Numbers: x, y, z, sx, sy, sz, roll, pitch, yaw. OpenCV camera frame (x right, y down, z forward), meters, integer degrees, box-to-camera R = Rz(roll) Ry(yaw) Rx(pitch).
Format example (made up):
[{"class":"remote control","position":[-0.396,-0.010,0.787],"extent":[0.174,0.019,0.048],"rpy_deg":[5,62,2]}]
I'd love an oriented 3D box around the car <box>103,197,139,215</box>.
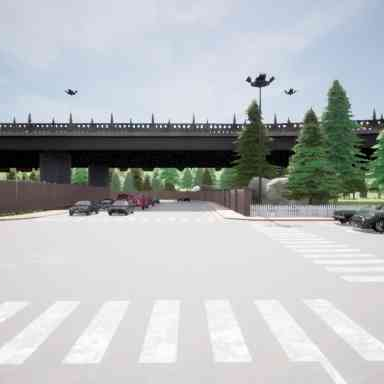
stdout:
[{"class":"car","position":[-7.043,1.551,33.559],"extent":[2.033,1.411,5.357],"rpy_deg":[0,0,0]}]

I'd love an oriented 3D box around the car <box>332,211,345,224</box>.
[{"class":"car","position":[11.985,1.548,22.178],"extent":[4.718,1.301,1.895],"rpy_deg":[0,0,2]}]

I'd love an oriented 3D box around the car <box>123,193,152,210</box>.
[{"class":"car","position":[-7.045,1.226,43.733],"extent":[2.150,2.045,5.566],"rpy_deg":[0,0,0]}]

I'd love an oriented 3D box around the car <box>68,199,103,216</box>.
[{"class":"car","position":[-10.571,1.529,32.905],"extent":[1.812,1.442,4.674],"rpy_deg":[0,0,0]}]

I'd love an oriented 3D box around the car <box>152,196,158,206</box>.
[{"class":"car","position":[-7.046,1.570,53.741],"extent":[1.994,1.385,4.181],"rpy_deg":[0,0,0]}]

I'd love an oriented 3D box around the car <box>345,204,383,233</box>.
[{"class":"car","position":[11.481,1.299,18.670],"extent":[4.553,1.767,2.097],"rpy_deg":[0,0,2]}]

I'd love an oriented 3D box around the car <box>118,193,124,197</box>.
[{"class":"car","position":[-10.575,1.229,51.718],"extent":[2.150,2.045,5.566],"rpy_deg":[0,0,0]}]

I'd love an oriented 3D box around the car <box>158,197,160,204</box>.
[{"class":"car","position":[-7.197,1.554,64.402],"extent":[2.033,1.411,5.357],"rpy_deg":[0,0,-3]}]

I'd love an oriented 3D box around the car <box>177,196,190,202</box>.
[{"class":"car","position":[-1.908,1.561,75.196],"extent":[1.994,1.385,4.181],"rpy_deg":[0,0,-19]}]
